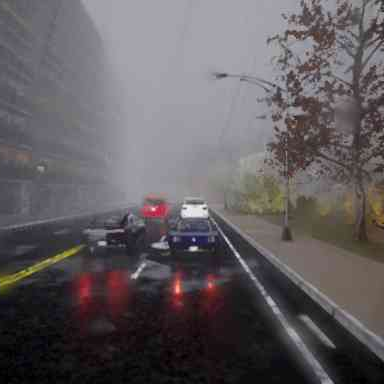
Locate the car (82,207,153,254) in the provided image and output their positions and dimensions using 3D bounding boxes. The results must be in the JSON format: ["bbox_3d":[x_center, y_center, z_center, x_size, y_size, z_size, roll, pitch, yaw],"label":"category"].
[{"bbox_3d":[-3.150,1.625,14.202,2.128,1.511,4.902,0,0,1],"label":"car"}]

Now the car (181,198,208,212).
[{"bbox_3d":[0.241,1.490,28.895,2.150,2.045,5.566,0,0,1],"label":"car"}]

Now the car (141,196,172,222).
[{"bbox_3d":[-3.009,1.490,28.929,2.150,2.045,5.566,0,0,1],"label":"car"}]

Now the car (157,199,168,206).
[{"bbox_3d":[-6.284,2.201,71.004,2.128,1.511,4.902,0,-1,-1],"label":"car"}]

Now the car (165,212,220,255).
[{"bbox_3d":[0.096,1.733,13.981,1.895,1.301,4.718,0,-1,1],"label":"car"}]

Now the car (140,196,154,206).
[{"bbox_3d":[-9.531,1.900,70.856,2.150,2.045,5.566,0,-1,-1],"label":"car"}]
